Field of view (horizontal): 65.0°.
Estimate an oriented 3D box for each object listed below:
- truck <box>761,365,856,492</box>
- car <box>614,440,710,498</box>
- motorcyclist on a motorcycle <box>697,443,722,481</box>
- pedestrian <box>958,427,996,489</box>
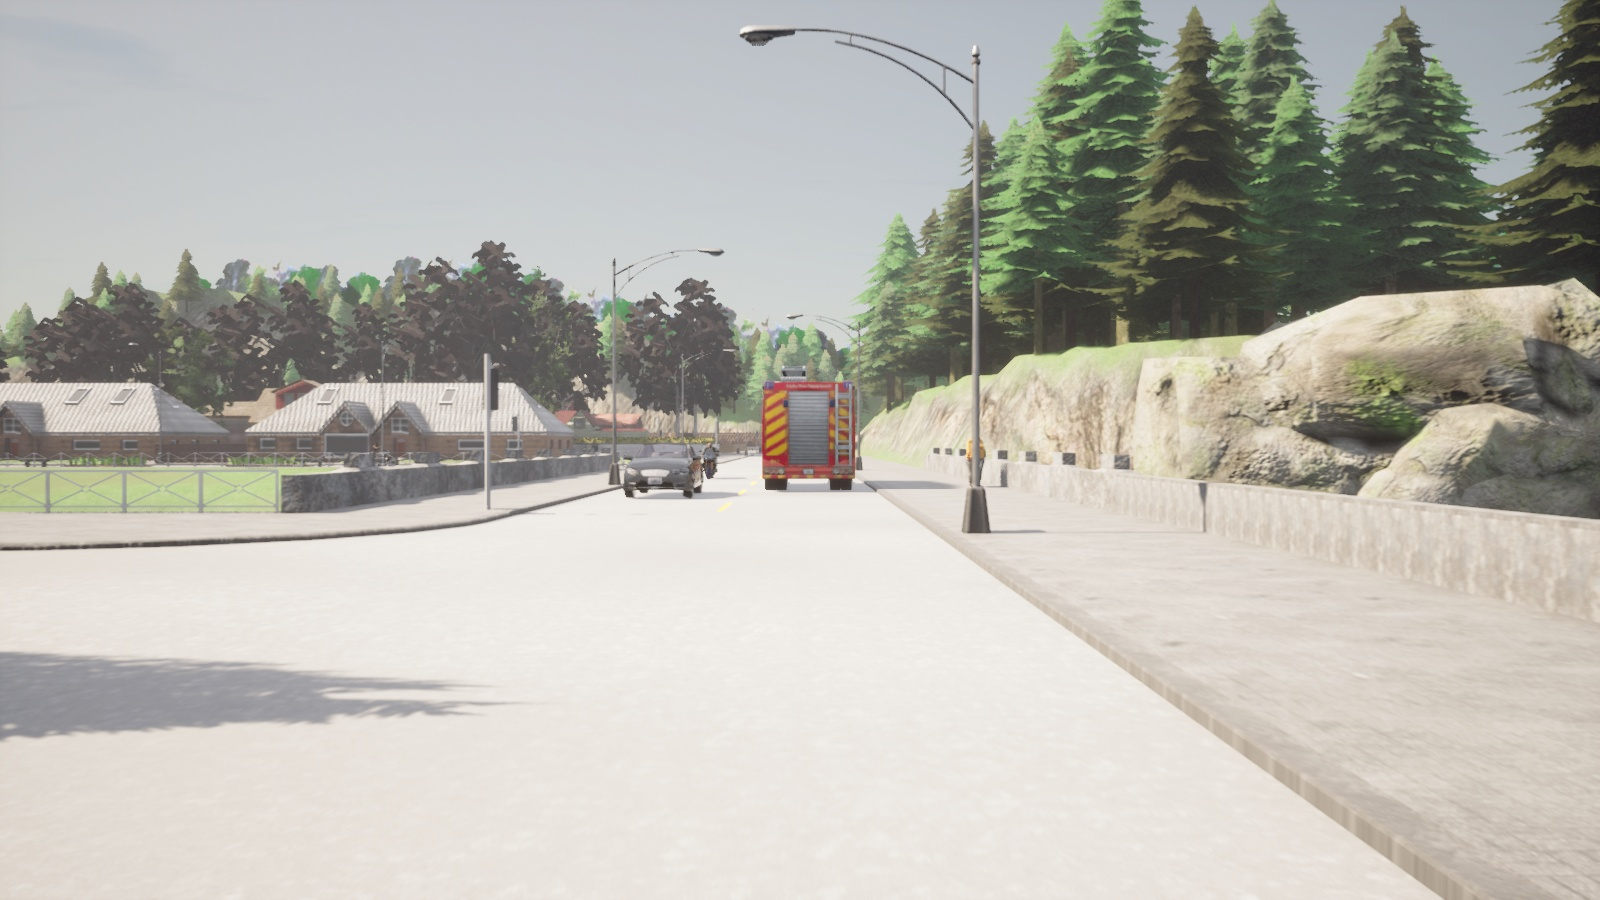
[{"bbox_3d":[0.276,-0.670,42.204,2.891,3.827,8.468,0,0,0],"label":"truck"},{"bbox_3d":[-3.773,0.490,35.106,2.128,1.511,4.902,0,0,0],"label":"car"},{"bbox_3d":[-3.676,0.472,51.212,0.866,1.530,2.191,0,0,0],"label":"motorcyclist on a motorcycle"},{"bbox_3d":[5.390,0.231,38.342,0.874,1.855,0.900,0,0,-14],"label":"pedestrian"}]
